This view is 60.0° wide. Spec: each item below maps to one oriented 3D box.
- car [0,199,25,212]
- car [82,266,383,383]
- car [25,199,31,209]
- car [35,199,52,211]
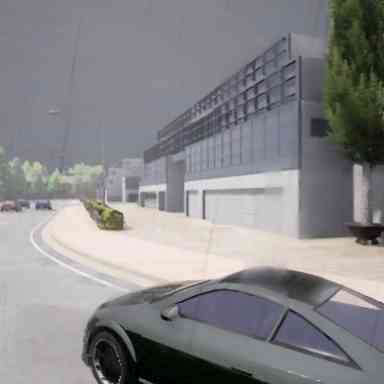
[{"bbox_3d":[-23.030,1.796,42.397,1.812,1.442,4.674,0,0,-19],"label":"car"},{"bbox_3d":[0.636,1.585,3.740,4.181,1.385,1.994,0,0,38],"label":"car"},{"bbox_3d":[-26.044,1.828,51.032,1.837,1.490,4.892,0,0,-19],"label":"car"},{"bbox_3d":[-20.811,1.770,46.660,1.882,1.535,5.008,0,0,-19],"label":"car"}]
